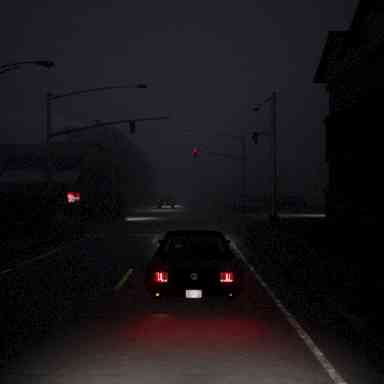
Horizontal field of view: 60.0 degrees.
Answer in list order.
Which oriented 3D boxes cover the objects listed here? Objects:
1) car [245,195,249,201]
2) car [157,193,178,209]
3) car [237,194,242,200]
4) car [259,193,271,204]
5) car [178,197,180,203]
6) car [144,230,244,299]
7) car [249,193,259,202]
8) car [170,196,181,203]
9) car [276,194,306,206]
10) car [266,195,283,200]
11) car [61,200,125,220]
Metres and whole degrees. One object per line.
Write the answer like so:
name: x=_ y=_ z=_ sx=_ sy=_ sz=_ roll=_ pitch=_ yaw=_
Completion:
car: x=13.758 y=1.113 z=70.478 sx=4.605 sy=1.855 sz=1.932 roll=0 pitch=0 yaw=0
car: x=-3.590 y=1.221 z=46.747 sx=2.150 sy=2.045 sz=5.566 roll=0 pitch=0 yaw=0
car: x=13.894 y=1.389 z=89.062 sx=3.633 sy=1.501 sz=1.845 roll=0 pitch=0 yaw=0
car: x=14.170 y=1.169 z=54.778 sx=5.027 sy=1.636 sz=2.152 roll=0 pitch=0 yaw=0
car: x=-3.576 y=1.601 z=57.455 sx=1.895 sy=1.301 sz=4.718 roll=0 pitch=0 yaw=0
car: x=0.059 y=1.601 z=8.388 sx=1.895 sy=1.301 sz=4.718 roll=0 pitch=0 yaw=1
car: x=14.170 y=1.092 z=67.572 sx=3.866 sy=1.878 sz=1.905 roll=0 pitch=0 yaw=0
car: x=-3.493 y=1.543 z=69.545 sx=2.033 sy=1.411 sz=5.357 roll=0 pitch=0 yaw=0
car: x=14.494 y=1.248 z=48.360 sx=3.806 sy=1.475 sz=1.970 roll=0 pitch=0 yaw=0
car: x=21.315 y=1.399 z=86.081 sx=3.806 sy=1.475 sz=1.970 roll=0 pitch=0 yaw=0
car: x=-7.834 y=1.411 z=26.676 sx=4.892 sy=1.490 sz=1.837 roll=3 pitch=0 yaw=-14
